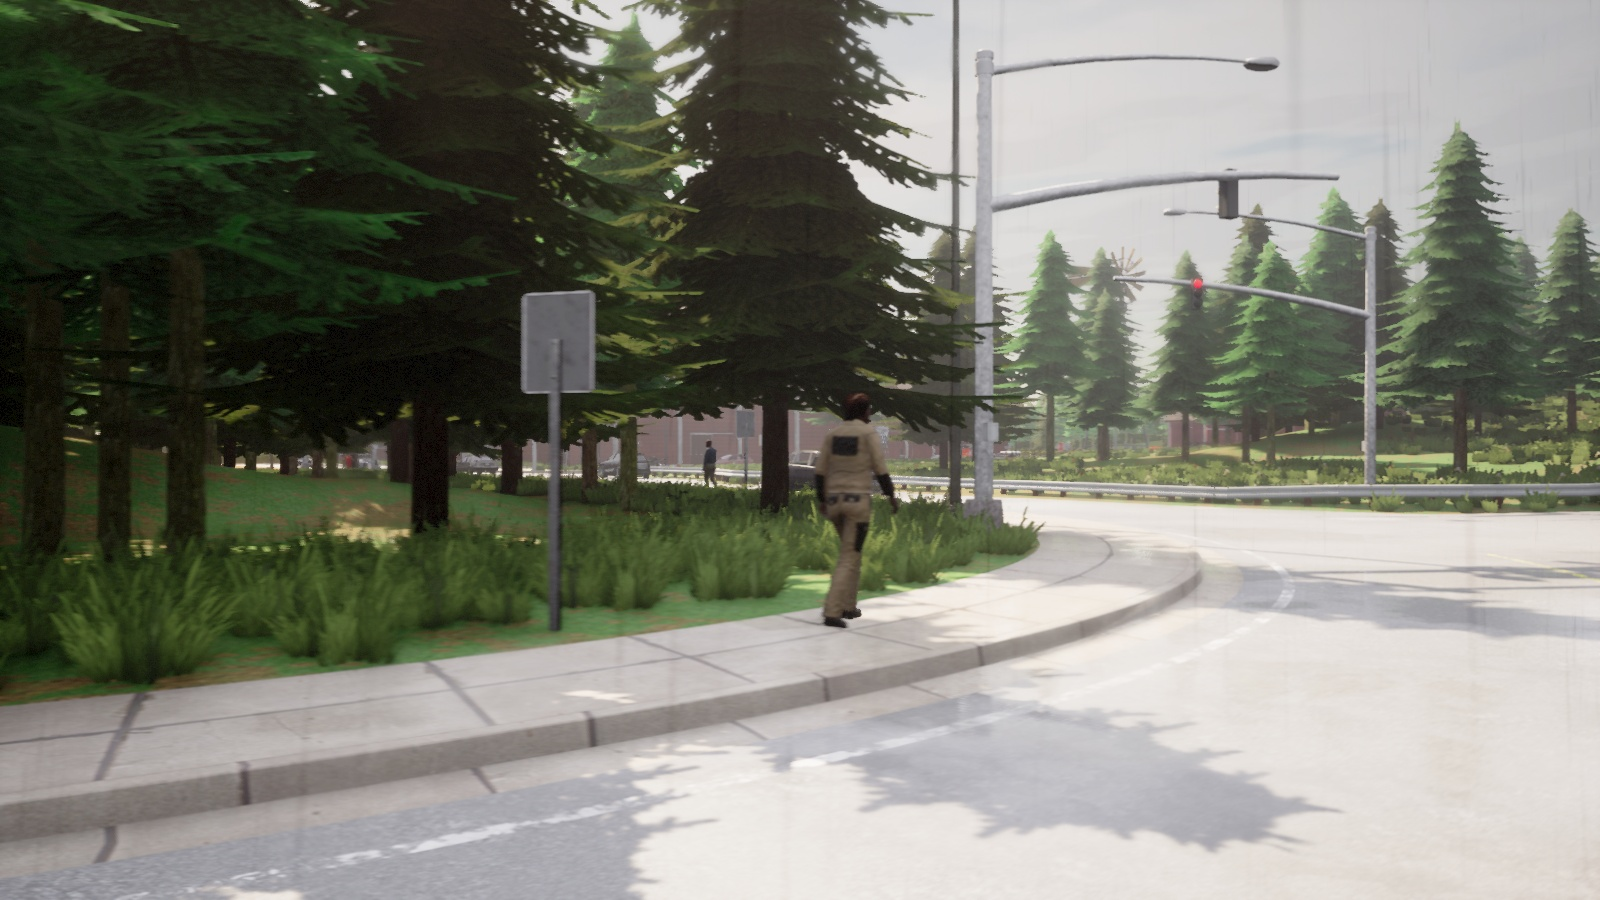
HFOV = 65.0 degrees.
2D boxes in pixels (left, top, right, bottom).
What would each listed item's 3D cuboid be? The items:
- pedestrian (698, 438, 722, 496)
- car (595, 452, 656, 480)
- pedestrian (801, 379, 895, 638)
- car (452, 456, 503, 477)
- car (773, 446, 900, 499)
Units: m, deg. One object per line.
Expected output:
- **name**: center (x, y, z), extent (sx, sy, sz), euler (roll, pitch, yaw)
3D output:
- **pedestrian**: center (-2.904, 0.541, 40.525), extent (0.726, 1.835, 0.370), euler (0, 0, 42)
- **car**: center (-10.571, 0.939, 75.814), extent (2.033, 1.649, 4.856), euler (0, 0, -28)
- **pedestrian**: center (0.380, 0.437, 9.740), extent (0.396, 1.930, 0.692), euler (0, 0, 37)
- **car**: center (-23.054, 1.145, 89.522), extent (2.033, 1.411, 5.357), euler (0, 0, -31)
- **car**: center (1.152, 0.719, 42.233), extent (2.242, 1.667, 4.611), euler (0, 0, -29)
